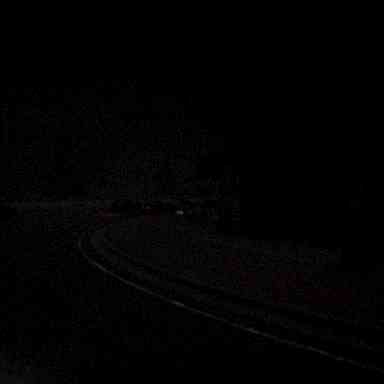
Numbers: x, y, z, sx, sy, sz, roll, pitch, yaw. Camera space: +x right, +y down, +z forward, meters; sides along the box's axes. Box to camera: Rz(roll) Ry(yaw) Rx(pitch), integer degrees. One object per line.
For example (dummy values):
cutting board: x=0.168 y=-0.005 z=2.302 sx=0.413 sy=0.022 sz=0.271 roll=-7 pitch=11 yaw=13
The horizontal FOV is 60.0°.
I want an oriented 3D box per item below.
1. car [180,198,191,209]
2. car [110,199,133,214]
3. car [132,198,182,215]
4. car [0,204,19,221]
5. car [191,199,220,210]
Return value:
car: x=-1.509 y=1.624 z=45.973 sx=1.882 sy=1.535 sz=5.008 roll=0 pitch=0 yaw=31
car: x=-6.885 y=1.555 z=36.544 sx=1.882 sy=1.535 sz=5.008 roll=0 pitch=0 yaw=27
car: x=-3.633 y=1.645 z=35.691 sx=2.033 sy=1.411 sz=5.357 roll=0 pitch=0 yaw=30
car: x=-14.795 y=1.529 z=24.064 sx=2.033 sy=1.411 sz=5.357 roll=0 pitch=0 yaw=3
car: x=2.285 y=1.648 z=45.547 sx=1.882 sy=1.535 sz=5.008 roll=0 pitch=0 yaw=32
